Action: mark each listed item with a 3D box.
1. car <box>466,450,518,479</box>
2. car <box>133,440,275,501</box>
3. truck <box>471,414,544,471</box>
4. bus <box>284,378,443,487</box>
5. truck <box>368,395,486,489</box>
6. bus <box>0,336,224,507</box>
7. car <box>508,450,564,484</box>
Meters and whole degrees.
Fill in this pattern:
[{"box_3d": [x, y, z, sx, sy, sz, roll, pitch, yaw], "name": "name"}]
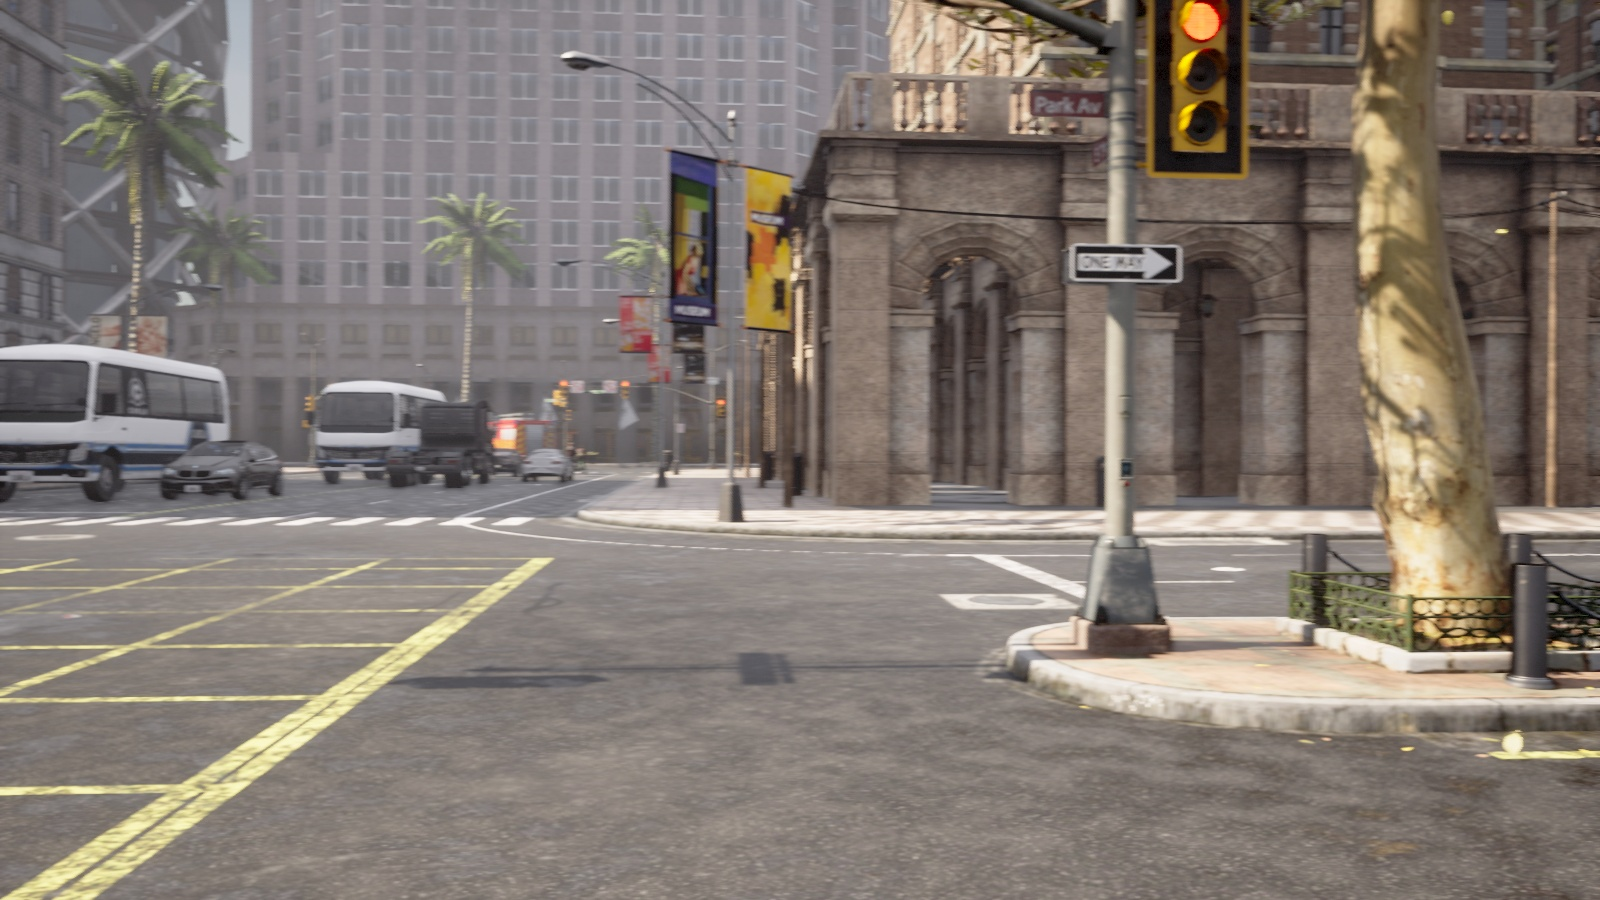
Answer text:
[{"box_3d": [-15.764, 0.704, 64.502, 1.812, 1.442, 4.674, 0, 0, -4], "name": "car"}, {"box_3d": [-17.150, 0.550, 36.446, 2.242, 1.667, 4.611, 0, 0, -5], "name": "car"}, {"box_3d": [-20.566, -0.510, 87.859, 2.891, 3.827, 8.468, 0, 0, -28], "name": "truck"}, {"box_3d": [-18.520, -0.688, 54.220, 3.944, 4.253, 10.273, 0, 0, -4], "name": "bus"}, {"box_3d": [-14.713, -0.290, 50.143, 2.891, 3.462, 7.936, 0, 0, -4], "name": "truck"}, {"box_3d": [-20.653, -0.670, 36.335, 3.944, 4.253, 10.273, 0, 0, -5], "name": "bus"}, {"box_3d": [-11.575, 0.713, 55.231, 1.812, 1.442, 4.674, 0, 0, -4], "name": "car"}]
